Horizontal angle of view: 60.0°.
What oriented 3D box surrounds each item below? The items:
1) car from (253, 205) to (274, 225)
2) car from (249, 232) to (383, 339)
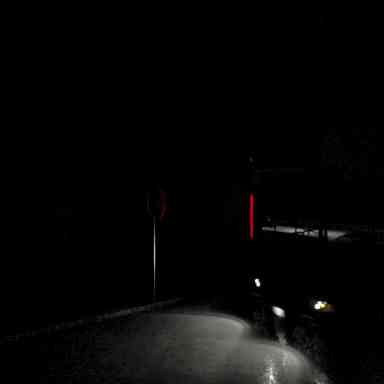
[{"bbox_3d":[3.485,1.491,23.165,2.128,1.511,4.902,0,0,-35],"label":"car"},{"bbox_3d":[3.758,1.547,6.638,5.357,1.411,2.033,0,0,-28],"label":"car"}]
